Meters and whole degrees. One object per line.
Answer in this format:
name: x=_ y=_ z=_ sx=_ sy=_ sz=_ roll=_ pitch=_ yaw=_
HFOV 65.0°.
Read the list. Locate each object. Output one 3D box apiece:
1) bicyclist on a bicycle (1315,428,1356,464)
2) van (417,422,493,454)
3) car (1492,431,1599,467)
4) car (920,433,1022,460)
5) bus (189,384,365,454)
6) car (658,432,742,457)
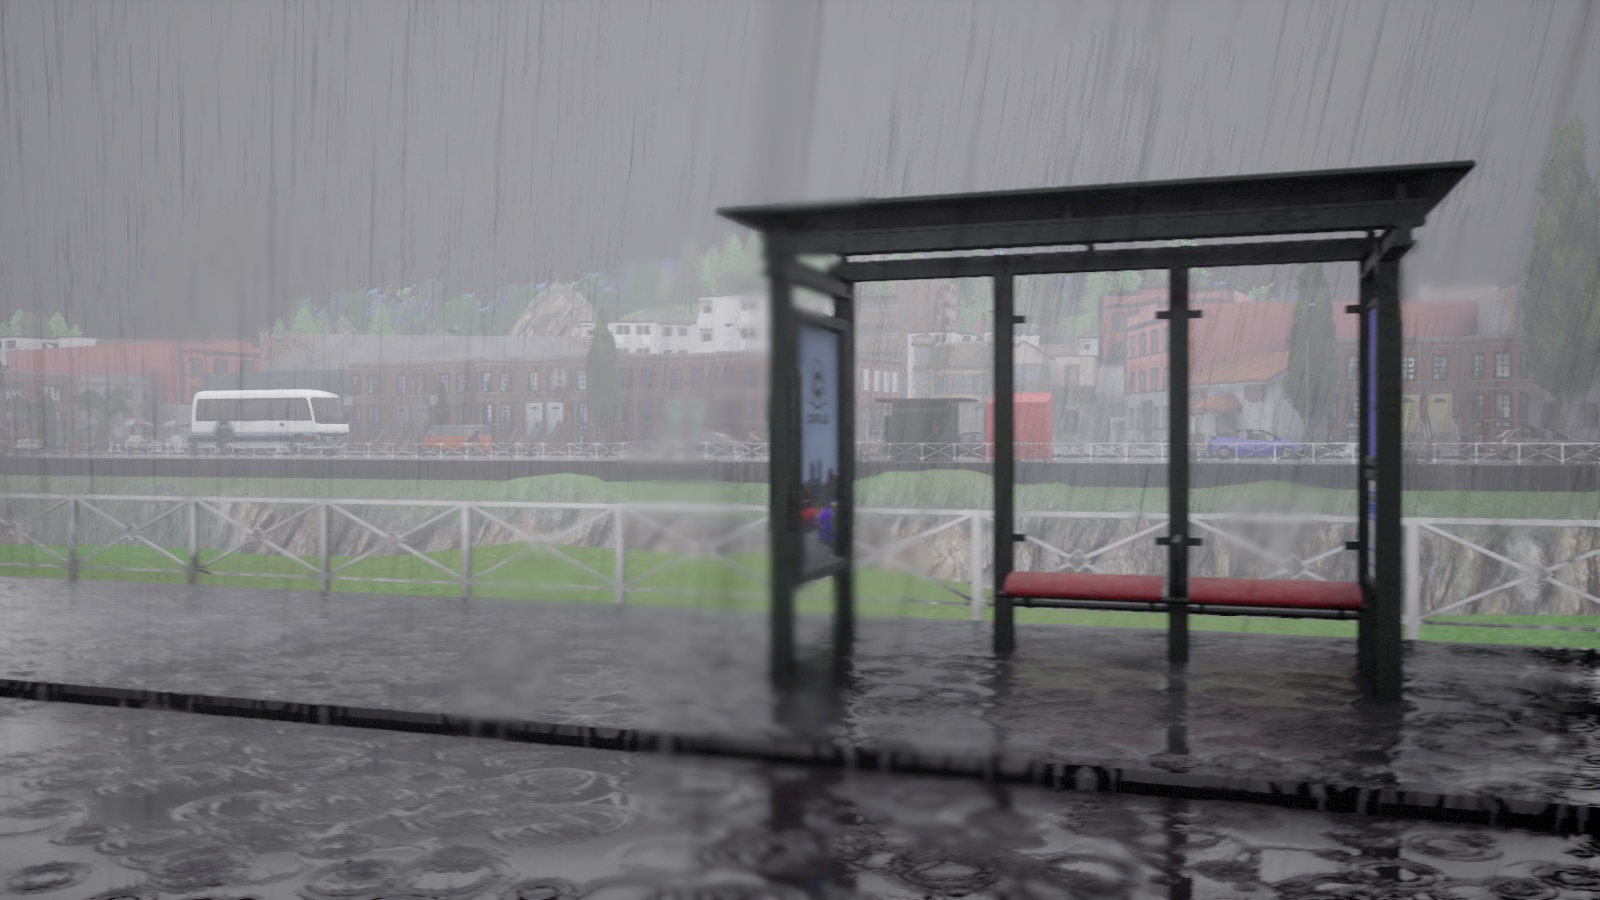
bicyclist on a bicycle: x=27.235 y=-0.223 z=63.878 sx=1.843 sy=1.776 sz=0.659 roll=1 pitch=1 yaw=19
van: x=-22.087 y=-0.792 z=80.453 sx=4.442 sy=1.987 sz=1.775 roll=1 pitch=1 yaw=19
car: x=34.053 y=-0.066 z=57.368 sx=3.988 sy=1.617 sz=1.851 roll=1 pitch=1 yaw=19
car: x=9.514 y=-0.209 z=69.837 sx=5.357 sy=1.411 sz=2.033 roll=1 pitch=1 yaw=19
bus: x=-33.288 y=-1.956 z=79.980 sx=10.273 sy=4.253 sz=3.944 roll=1 pitch=1 yaw=19
car: x=-5.968 y=-0.372 z=75.040 sx=4.674 sy=1.442 sz=1.812 roll=1 pitch=1 yaw=19
